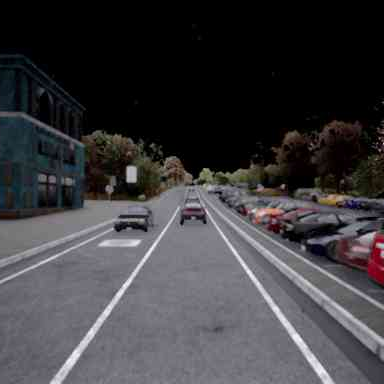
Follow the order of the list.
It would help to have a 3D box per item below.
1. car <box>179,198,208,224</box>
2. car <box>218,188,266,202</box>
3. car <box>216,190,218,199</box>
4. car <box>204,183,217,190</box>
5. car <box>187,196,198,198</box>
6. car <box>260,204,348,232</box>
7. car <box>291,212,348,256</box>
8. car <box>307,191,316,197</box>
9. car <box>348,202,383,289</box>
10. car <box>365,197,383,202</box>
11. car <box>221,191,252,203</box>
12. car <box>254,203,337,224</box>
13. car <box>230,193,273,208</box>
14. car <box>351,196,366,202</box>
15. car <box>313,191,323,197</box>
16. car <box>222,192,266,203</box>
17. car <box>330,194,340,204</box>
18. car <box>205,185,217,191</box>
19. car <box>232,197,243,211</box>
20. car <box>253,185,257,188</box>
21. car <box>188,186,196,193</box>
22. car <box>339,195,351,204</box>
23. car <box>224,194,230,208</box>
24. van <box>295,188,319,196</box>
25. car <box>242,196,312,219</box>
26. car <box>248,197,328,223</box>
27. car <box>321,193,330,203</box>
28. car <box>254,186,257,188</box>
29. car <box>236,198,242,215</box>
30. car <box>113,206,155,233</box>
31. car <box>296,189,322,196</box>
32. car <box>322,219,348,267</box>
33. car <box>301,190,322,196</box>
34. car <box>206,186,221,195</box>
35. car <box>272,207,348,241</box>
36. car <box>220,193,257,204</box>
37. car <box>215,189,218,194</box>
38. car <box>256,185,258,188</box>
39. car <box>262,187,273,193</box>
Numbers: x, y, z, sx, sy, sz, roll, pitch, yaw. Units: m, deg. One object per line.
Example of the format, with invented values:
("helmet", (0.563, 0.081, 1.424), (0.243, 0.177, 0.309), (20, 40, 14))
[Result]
("car", (0.101, 1.489, 25.034), (1.837, 1.490, 4.892), (0, 1, 0))
("car", (6.711, 0.814, 45.386), (5.566, 2.045, 2.435), (0, 2, 0))
("car", (6.777, 0.753, 53.749), (4.792, 1.488, 2.163), (0, 3, 0))
("car", (6.781, -0.679, 91.872), (5.566, 2.045, 2.435), (0, 3, 0))
("car", (0.078, 1.214, 41.436), (2.128, 1.511, 4.902), (0, 1, 0))
("car", (6.459, 1.586, 17.532), (5.008, 1.535, 2.097), (0, 0, 0))
("car", (6.392, 1.617, 11.955), (4.792, 1.488, 2.163), (0, 0, 0))
("car", (19.813, 0.985, 48.148), (4.792, 1.488, 2.163), (0, 2, 0))
("car", (6.406, 1.308, 6.388), (5.566, 2.045, 2.435), (0, 0, 0))
("car", (19.648, 1.436, 31.412), (4.892, 1.521, 2.231), (0, 1, 0))
("car", (6.757, 0.720, 50.959), (4.553, 1.767, 2.185), (0, 2, 0))
("car", (6.490, 1.614, 20.321), (4.674, 1.452, 2.002), (0, 0, 0))
("car", (6.564, 1.258, 34.247), (4.553, 1.767, 2.185), (0, 1, 0))
("car", (19.671, 1.377, 34.329), (5.008, 1.535, 2.097), (0, 1, 0))
("car", (19.948, 1.058, 45.355), (5.366, 1.575, 1.946), (0, 2, 0))
("car", (6.655, 1.162, 42.608), (4.892, 1.521, 2.231), (0, 2, 0))
("car", (19.691, 1.268, 39.910), (4.792, 1.488, 2.163), (0, 2, 0))
("car", (6.739, -0.286, 89.112), (5.008, 1.535, 2.097), (0, 3, 0))
("car", (6.545, 1.468, 31.463), (4.792, 1.488, 2.163), (0, 1, 0))
("car", (19.829, -0.389, 91.783), (4.674, 1.452, 2.002), (0, 3, 0))
("car", (-0.090, -0.812, 92.368), (2.097, 1.767, 4.553), (0, 3, 0))
("car", (19.693, 1.312, 37.118), (5.008, 1.535, 2.097), (0, 1, 0))
("car", (6.610, 1.276, 39.831), (4.792, 1.488, 2.163), (0, 1, 0))
("van", (19.723, 0.372, 56.501), (4.442, 1.987, 1.878), (-1, 2, 0))
("car", (6.562, 1.399, 25.887), (4.553, 1.767, 2.185), (0, 1, 0))
("car", (6.540, 1.427, 23.107), (4.553, 1.767, 2.185), (0, 0, 0))
("car", (19.926, 1.154, 42.561), (5.366, 1.575, 1.946), (0, 2, 0))
("car", (19.783, -0.258, 89.016), (4.792, 1.488, 2.163), (0, 3, 0))
("car", (6.581, 1.515, 28.676), (4.792, 1.488, 2.163), (0, 1, 0))
("car", (-3.342, 1.571, 20.348), (2.033, 1.411, 5.357), (0, 0, 0))
("car", (19.832, 0.753, 53.840), (4.674, 1.452, 2.002), (0, 3, 0))
("car", (6.397, 1.616, 9.170), (4.674, 1.452, 2.002), (0, 0, 0))
("car", (19.810, 0.875, 51.058), (4.674, 1.452, 2.002), (0, 3, 0))
("car", (6.685, -0.114, 86.342), (4.792, 1.488, 2.163), (0, 3, 0))
("car", (6.438, 1.591, 14.742), (5.008, 1.535, 2.097), (0, 0, 0))
("car", (6.699, 0.960, 48.187), (5.008, 1.535, 2.097), (0, 2, 0))
("car", (6.740, 0.631, 56.530), (4.792, 1.488, 2.163), (0, 3, 0))
("car", (19.826, -0.277, 86.366), (4.553, 1.767, 2.185), (0, 3, 0))
("car", (19.770, -0.010, 83.605), (5.008, 1.535, 2.097), (0, 3, 0))
